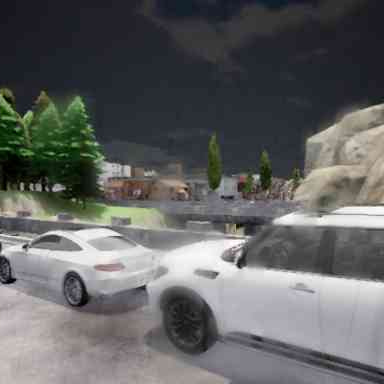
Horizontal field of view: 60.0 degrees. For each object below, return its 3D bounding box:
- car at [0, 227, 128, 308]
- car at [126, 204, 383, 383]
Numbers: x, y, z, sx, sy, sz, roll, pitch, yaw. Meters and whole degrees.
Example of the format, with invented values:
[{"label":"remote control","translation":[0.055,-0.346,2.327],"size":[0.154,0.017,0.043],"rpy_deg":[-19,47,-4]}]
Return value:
[{"label":"car","translation":[-2.861,1.576,8.042],"size":[4.674,1.442,1.812],"rpy_deg":[0,0,36]},{"label":"car","translation":[1.907,1.212,4.427],"size":[5.566,2.045,2.150],"rpy_deg":[0,3,37]}]
